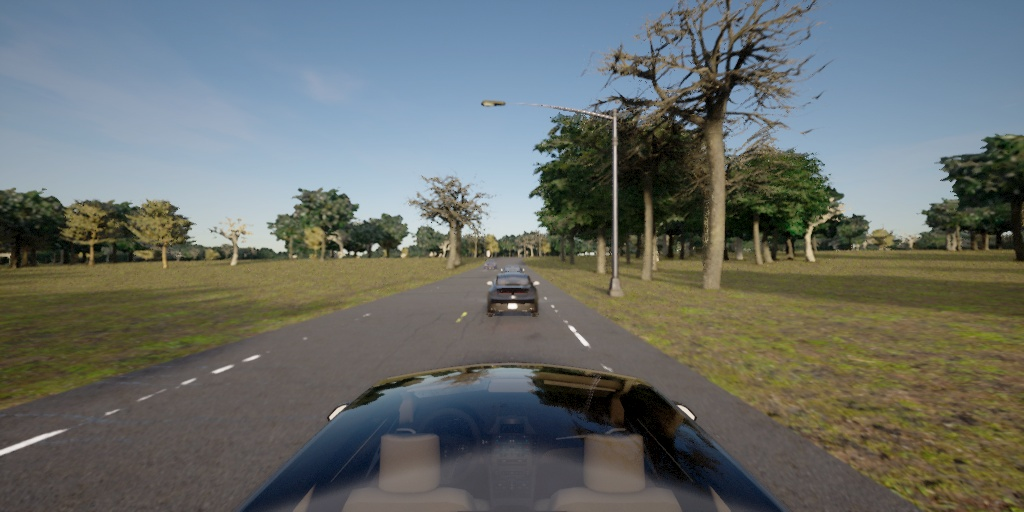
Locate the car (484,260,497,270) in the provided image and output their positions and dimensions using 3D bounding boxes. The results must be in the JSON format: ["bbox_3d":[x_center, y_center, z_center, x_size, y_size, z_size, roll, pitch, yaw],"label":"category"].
[{"bbox_3d":[-3.547,1.387,59.781,2.097,1.767,4.553,0,0,0],"label":"car"}]

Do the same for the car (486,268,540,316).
[{"bbox_3d":[0.046,1.416,14.176,1.837,1.490,4.892,0,0,1],"label":"car"}]

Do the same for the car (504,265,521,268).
[{"bbox_3d":[0.055,1.519,30.276,1.882,1.535,5.008,0,0,0],"label":"car"}]
